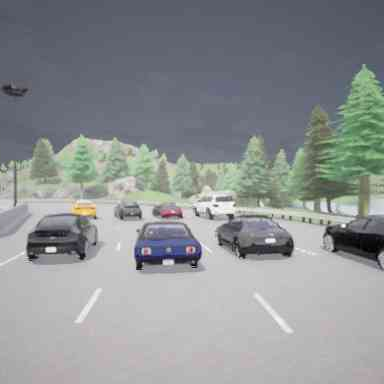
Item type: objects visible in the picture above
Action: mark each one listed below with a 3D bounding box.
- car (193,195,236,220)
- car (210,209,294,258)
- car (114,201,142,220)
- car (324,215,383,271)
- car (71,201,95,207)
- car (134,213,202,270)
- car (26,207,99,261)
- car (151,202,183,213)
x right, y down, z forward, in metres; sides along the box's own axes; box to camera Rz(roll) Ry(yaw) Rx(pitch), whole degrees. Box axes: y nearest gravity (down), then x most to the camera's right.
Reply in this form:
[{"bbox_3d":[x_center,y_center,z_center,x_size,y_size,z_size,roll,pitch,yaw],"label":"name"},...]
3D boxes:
[{"bbox_3d":[1.864,1.257,28.941,2.150,2.045,5.566,0,0,-19],"label":"car"},{"bbox_3d":[2.254,1.572,12.901,1.994,1.385,4.181,0,0,-9],"label":"car"},{"bbox_3d":[-5.624,1.568,28.926,2.128,1.511,4.902,0,0,-21],"label":"car"},{"bbox_3d":[6.118,1.461,10.694,1.882,1.535,5.008,0,0,-6],"label":"car"},{"bbox_3d":[-9.765,1.578,29.927,1.882,1.535,5.008,0,0,-22],"label":"car"},{"bbox_3d":[-0.937,1.624,11.236,1.895,1.301,4.718,0,0,-8],"label":"car"},{"bbox_3d":[-4.742,1.550,12.645,1.837,1.490,4.892,0,0,-9],"label":"car"},{"bbox_3d":[-2.307,1.623,29.948,1.994,1.385,4.181,0,0,-21],"label":"car"}]
